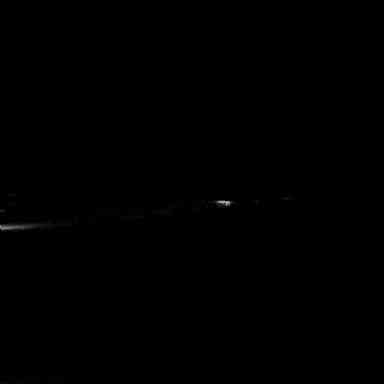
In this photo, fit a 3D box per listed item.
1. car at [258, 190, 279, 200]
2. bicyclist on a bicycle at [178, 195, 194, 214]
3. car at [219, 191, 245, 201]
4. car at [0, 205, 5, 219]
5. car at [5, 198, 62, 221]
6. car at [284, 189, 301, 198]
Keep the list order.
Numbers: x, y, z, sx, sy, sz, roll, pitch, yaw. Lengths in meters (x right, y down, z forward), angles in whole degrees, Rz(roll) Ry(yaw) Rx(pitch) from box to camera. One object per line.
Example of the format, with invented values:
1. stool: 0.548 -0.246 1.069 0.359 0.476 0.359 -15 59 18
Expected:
1. car: 12.152 0.434 52.541 1.882 1.535 5.008 1 2 35
2. bicyclist on a bicycle: -0.499 1.066 27.962 1.656 1.620 0.582 -1 1 35
3. car: 6.084 0.554 50.321 2.033 1.411 5.357 1 2 36
4. car: -12.677 1.483 17.531 1.994 1.385 4.181 1 2 35
5. car: -12.192 1.213 24.686 2.128 1.511 4.902 1 2 37
6. car: 18.715 0.255 61.801 1.837 1.490 4.892 1 2 35
